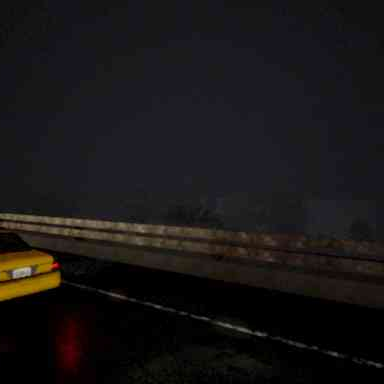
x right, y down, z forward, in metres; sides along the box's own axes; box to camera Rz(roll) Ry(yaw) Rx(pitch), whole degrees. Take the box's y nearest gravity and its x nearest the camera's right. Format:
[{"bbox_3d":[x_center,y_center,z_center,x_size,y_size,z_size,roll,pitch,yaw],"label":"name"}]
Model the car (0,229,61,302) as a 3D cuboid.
[{"bbox_3d":[-5.178,1.456,7.596,5.366,1.575,1.801,0,0,36],"label":"car"}]
